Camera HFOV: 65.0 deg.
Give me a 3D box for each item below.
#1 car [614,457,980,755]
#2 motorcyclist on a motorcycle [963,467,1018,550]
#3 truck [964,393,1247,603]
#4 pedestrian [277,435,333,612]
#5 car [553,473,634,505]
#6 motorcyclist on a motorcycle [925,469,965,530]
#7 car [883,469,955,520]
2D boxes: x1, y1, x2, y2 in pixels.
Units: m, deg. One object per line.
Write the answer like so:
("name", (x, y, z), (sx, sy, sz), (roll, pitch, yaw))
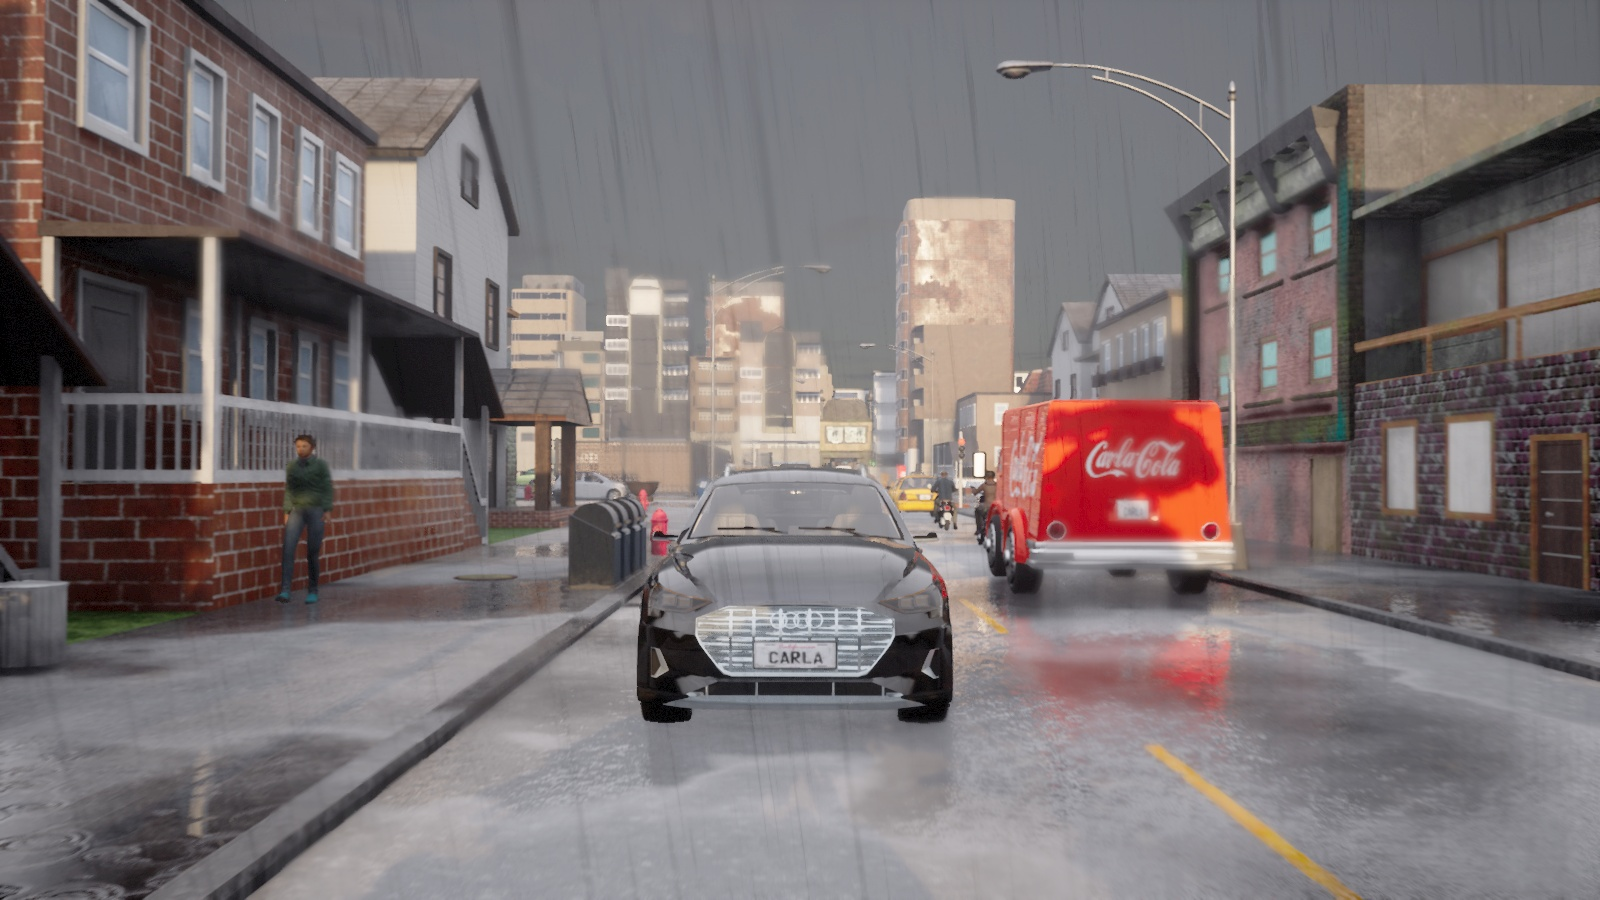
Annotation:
("car", (-0.026, 0.903, 9.415), (2.033, 1.649, 4.856), (0, -1, 0))
("motorcyclist on a motorcycle", (3.931, 1.188, 26.121), (0.766, 1.649, 2.350), (0, -1, 0))
("truck", (3.952, 0.606, 17.459), (2.627, 2.467, 5.204), (0, -1, 0))
("pedestrian", (-5.273, 0.770, 13.404), (0.353, 1.847, 0.614), (0, -1, 0))
("car", (-9.970, 1.891, 60.921), (3.633, 1.501, 1.845), (0, -1, 0))
("motorcyclist on a motorcycle", (3.912, 1.325, 34.092), (0.866, 1.590, 1.817), (0, -1, 0))
("car", (3.901, 1.441, 41.892), (1.801, 1.575, 5.366), (0, -1, -1))
